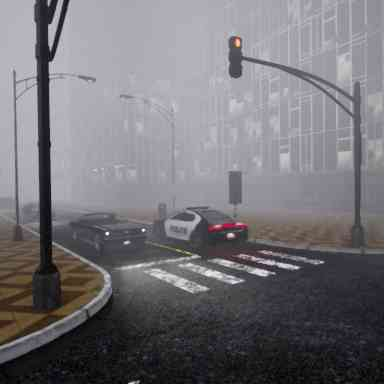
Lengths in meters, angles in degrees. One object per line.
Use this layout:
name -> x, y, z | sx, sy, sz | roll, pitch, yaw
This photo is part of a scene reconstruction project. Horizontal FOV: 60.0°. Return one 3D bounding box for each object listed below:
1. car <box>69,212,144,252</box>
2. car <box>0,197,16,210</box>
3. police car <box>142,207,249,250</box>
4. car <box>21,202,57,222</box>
car -> -3.700, 1.574, 14.224 | 1.895, 1.301, 4.718 | -1, 1, -35
car -> -23.930, 1.423, 43.324 | 1.882, 1.535, 5.008 | -1, 0, -35
police car -> 0.053, 1.431, 14.165 | 2.038, 1.542, 4.974 | -1, 1, -35
car -> -12.322, 1.508, 26.548 | 2.033, 1.411, 5.357 | -1, 1, -35
